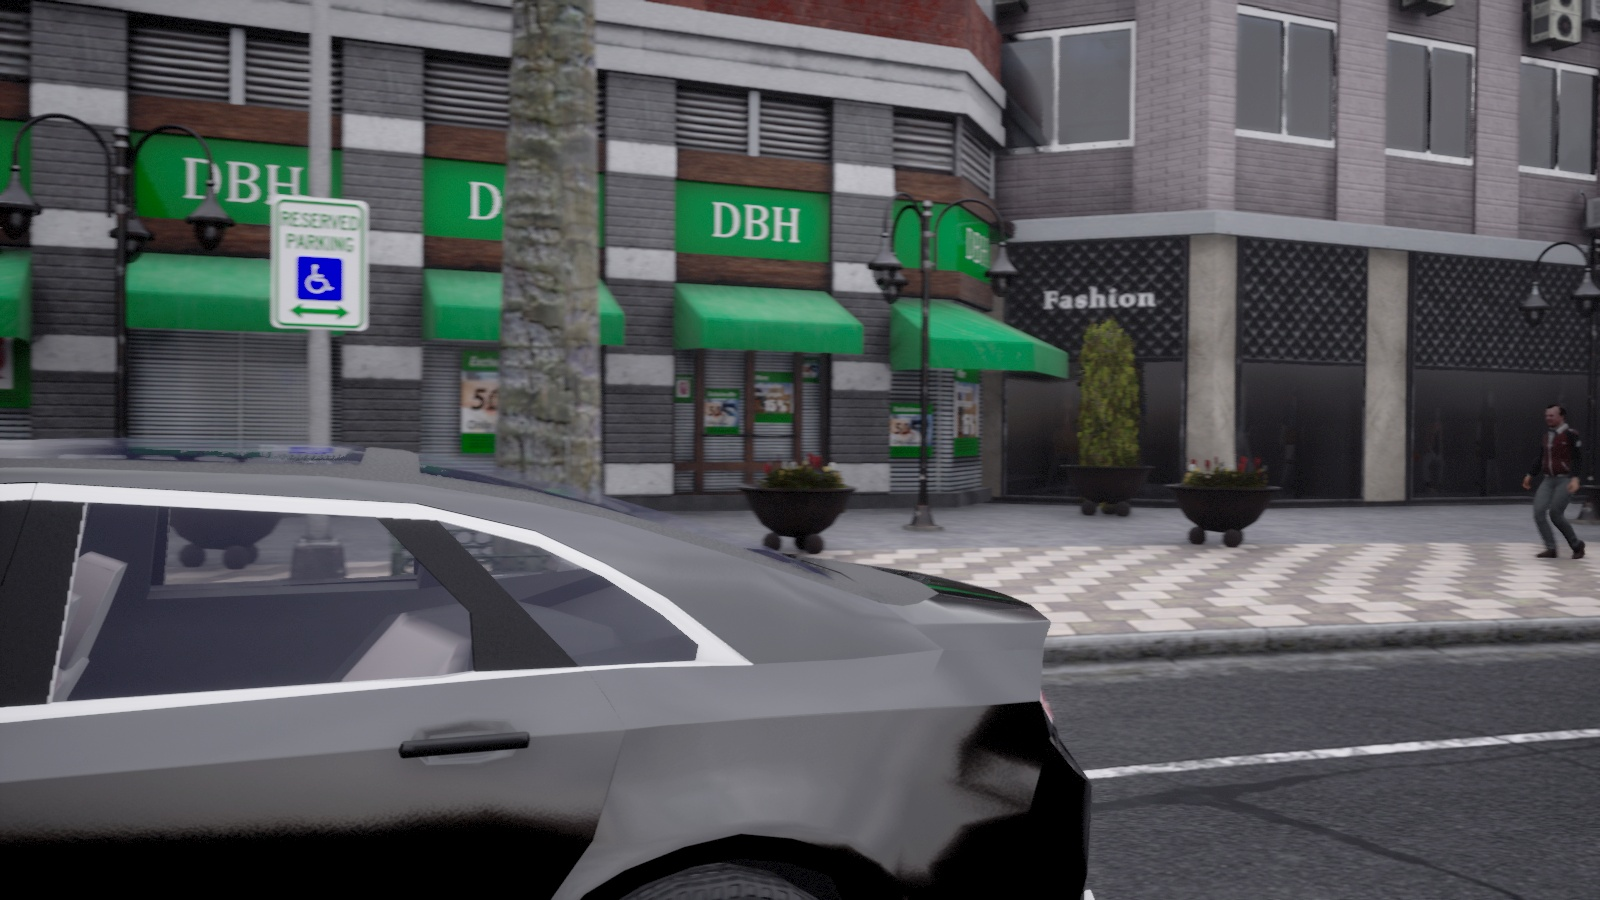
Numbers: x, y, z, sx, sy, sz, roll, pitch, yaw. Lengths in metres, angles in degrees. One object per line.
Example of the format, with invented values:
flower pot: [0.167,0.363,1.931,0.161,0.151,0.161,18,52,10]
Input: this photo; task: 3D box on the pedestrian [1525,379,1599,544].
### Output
pedestrian: [8.733,0.124,14.346,0.720,1.854,0.376,-1,1,-15]

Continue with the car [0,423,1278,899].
car: [-1.733,0.730,2.584,4.902,1.511,2.128,-1,1,-21]
